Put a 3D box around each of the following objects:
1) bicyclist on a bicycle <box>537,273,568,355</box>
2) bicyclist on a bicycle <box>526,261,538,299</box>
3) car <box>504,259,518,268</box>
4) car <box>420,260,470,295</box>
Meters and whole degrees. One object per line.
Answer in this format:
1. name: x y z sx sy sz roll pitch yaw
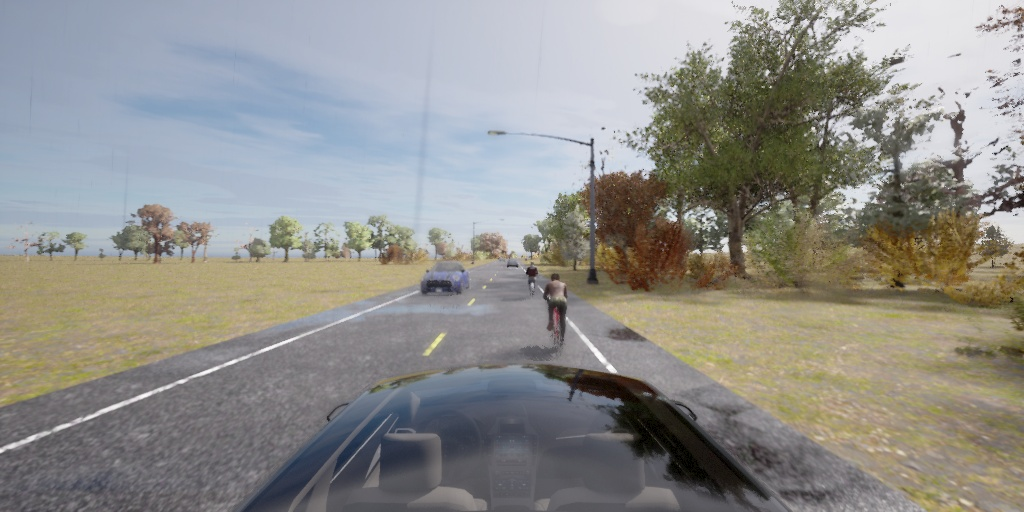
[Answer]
1. bicyclist on a bicycle: 0.962 1.203 7.771 0.582 1.620 1.656 0 0 0
2. bicyclist on a bicycle: 0.960 1.121 17.159 0.659 1.776 1.843 0 0 0
3. car: 0.098 1.316 63.344 1.994 1.385 4.181 0 0 -1
4. car: -3.603 1.102 19.931 2.097 1.767 4.553 0 0 0
